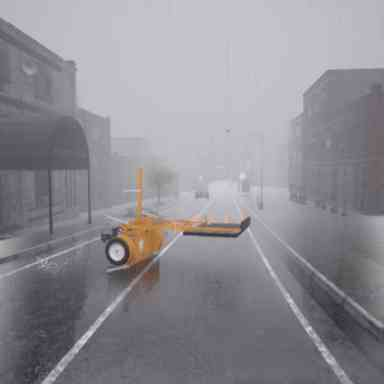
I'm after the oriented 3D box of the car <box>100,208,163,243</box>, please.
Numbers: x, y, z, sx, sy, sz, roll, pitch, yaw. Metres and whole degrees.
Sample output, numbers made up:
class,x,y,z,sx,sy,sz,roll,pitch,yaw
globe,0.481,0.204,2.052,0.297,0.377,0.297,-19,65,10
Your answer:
class,x,y,z,sx,sy,sz,roll,pitch,yaw
car,-2.574,1.432,15.029,1.994,1.385,4.181,0,1,6

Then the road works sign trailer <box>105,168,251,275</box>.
class,x,y,z,sx,sy,sz,roll,pitch,yaw
road works sign trailer,-0.271,0.754,9.281,3.560,2.880,2.380,1,1,16

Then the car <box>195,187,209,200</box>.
class,x,y,z,sx,sy,sz,roll,pitch,yaw
car,1.752,0.161,56.459,2.150,2.045,5.566,0,2,6
